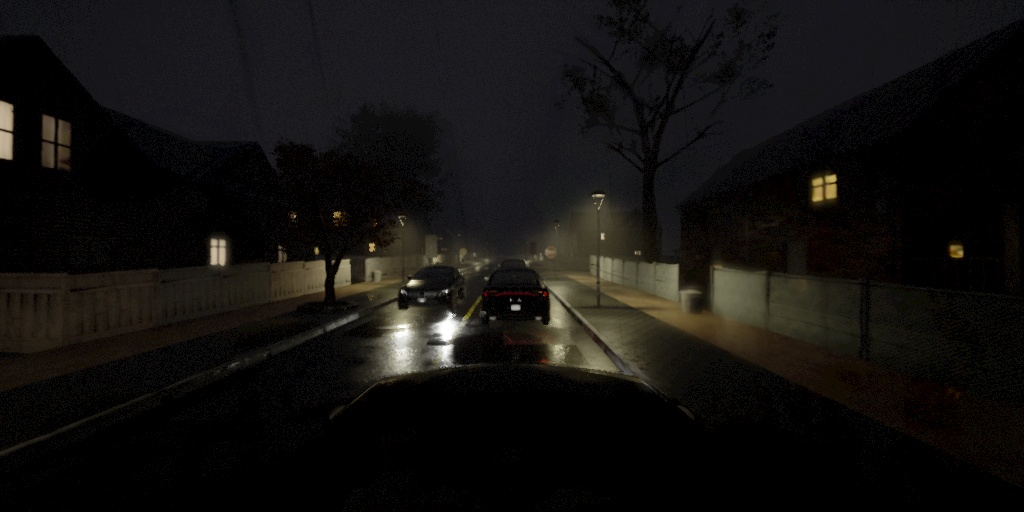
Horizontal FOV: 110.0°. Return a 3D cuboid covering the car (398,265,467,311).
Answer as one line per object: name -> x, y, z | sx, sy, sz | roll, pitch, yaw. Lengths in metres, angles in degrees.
car -> -2.833, 1.093, 13.617 | 1.812, 1.442, 4.674 | 0, 1, 0

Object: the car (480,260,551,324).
car -> 0.100, 1.079, 11.359 | 1.882, 1.535, 5.008 | 0, 1, 0
